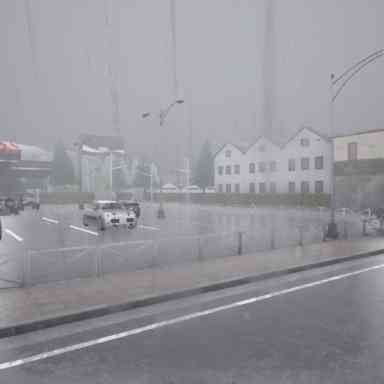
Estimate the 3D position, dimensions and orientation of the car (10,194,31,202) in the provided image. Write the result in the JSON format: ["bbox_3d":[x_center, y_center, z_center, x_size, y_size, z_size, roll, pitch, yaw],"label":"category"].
[{"bbox_3d":[-38.110,1.328,73.817,3.866,1.878,1.905,0,0,-36],"label":"car"}]

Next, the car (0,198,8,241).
[{"bbox_3d":[-9.636,1.169,14.395,2.152,1.636,5.027,0,0,-36],"label":"car"}]

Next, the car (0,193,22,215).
[{"bbox_3d":[-17.171,1.113,30.372,1.932,1.855,4.605,0,0,-36],"label":"car"}]

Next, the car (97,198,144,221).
[{"bbox_3d":[-5.708,1.313,26.250,2.007,1.523,4.514,0,0,-36],"label":"car"}]

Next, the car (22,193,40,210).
[{"bbox_3d":[-19.063,1.092,38.687,1.905,1.878,3.866,0,0,-36],"label":"car"}]

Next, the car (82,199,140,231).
[{"bbox_3d":[-4.598,1.248,18.384,1.970,1.475,3.806,0,0,-36],"label":"car"}]

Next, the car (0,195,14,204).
[{"bbox_3d":[-38.355,1.495,66.689,4.611,1.667,2.242,0,0,-36],"label":"car"}]
